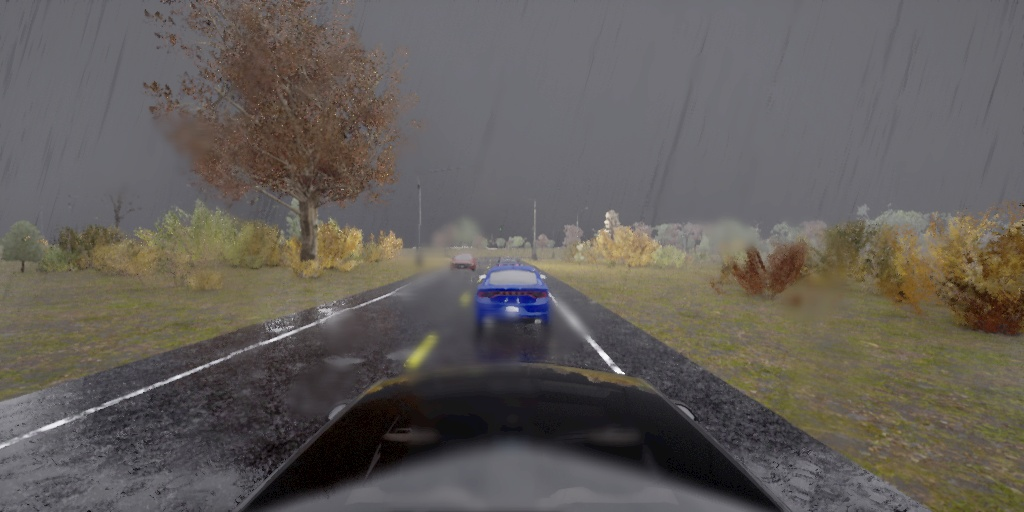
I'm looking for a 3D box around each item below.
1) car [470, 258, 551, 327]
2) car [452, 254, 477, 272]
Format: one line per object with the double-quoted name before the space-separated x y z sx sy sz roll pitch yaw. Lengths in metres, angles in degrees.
"car" 0.025 1.019 10.701 1.882 1.535 5.008 0 2 0
"car" -4.096 0.537 31.547 1.882 1.535 5.008 0 1 -2
